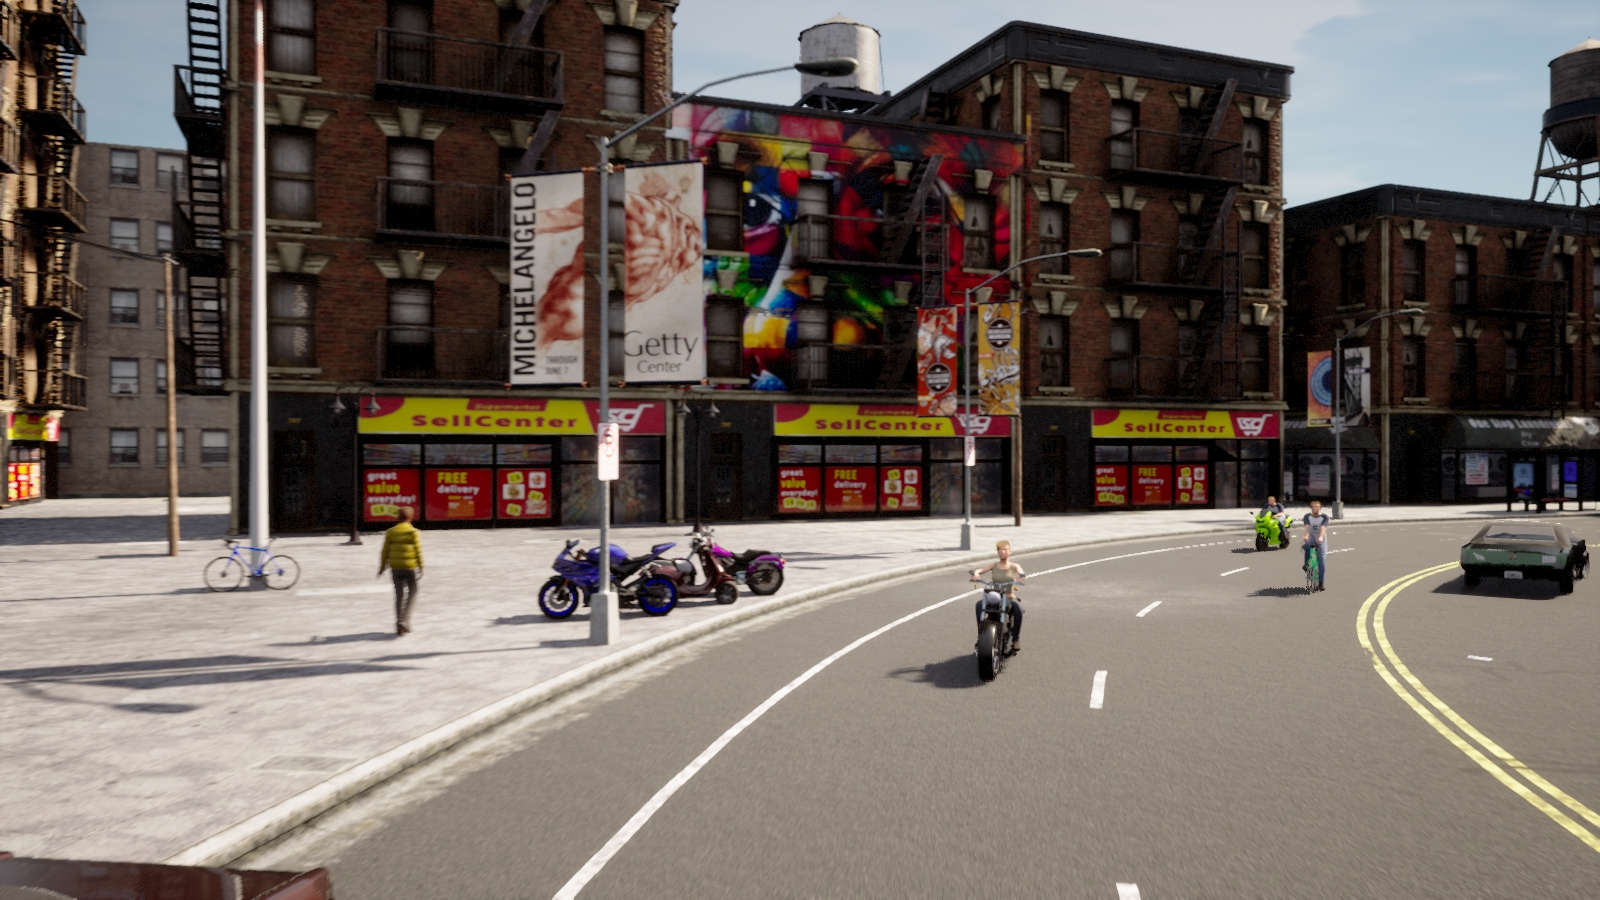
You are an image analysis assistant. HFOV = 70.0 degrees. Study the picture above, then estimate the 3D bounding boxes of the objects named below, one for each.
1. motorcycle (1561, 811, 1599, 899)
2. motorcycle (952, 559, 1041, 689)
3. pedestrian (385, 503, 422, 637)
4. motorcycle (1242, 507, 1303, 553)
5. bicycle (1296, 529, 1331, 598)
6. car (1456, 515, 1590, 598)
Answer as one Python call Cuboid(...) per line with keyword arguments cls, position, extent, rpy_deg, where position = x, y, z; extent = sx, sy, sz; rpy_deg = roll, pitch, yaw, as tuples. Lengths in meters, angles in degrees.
Cuboid(cls="motorcycle", position=(3.727, 2.215, 4.122), extent=(0.803, 1.145, 2.033), rpy_deg=(1, 0, 7))
Cuboid(cls="motorcycle", position=(2.559, 2.171, 14.682), extent=(0.764, 1.277, 2.356), rpy_deg=(1, 0, 19))
Cuboid(cls="pedestrian", position=(-5.621, 1.693, 16.195), extent=(0.375, 1.860, 0.375), rpy_deg=(0, 0, 5))
Cuboid(cls="motorcycle", position=(13.213, 2.219, 31.903), extent=(2.033, 1.145, 0.803), rpy_deg=(0, 0, -43))
Cuboid(cls="bicycle", position=(10.111, 2.211, 22.477), extent=(0.373, 1.196, 1.643), rpy_deg=(1, 1, 32))
Cuboid(cls="car", position=(15.390, 2.163, 24.195), extent=(1.895, 1.301, 4.718), rpy_deg=(0, 0, 39))
